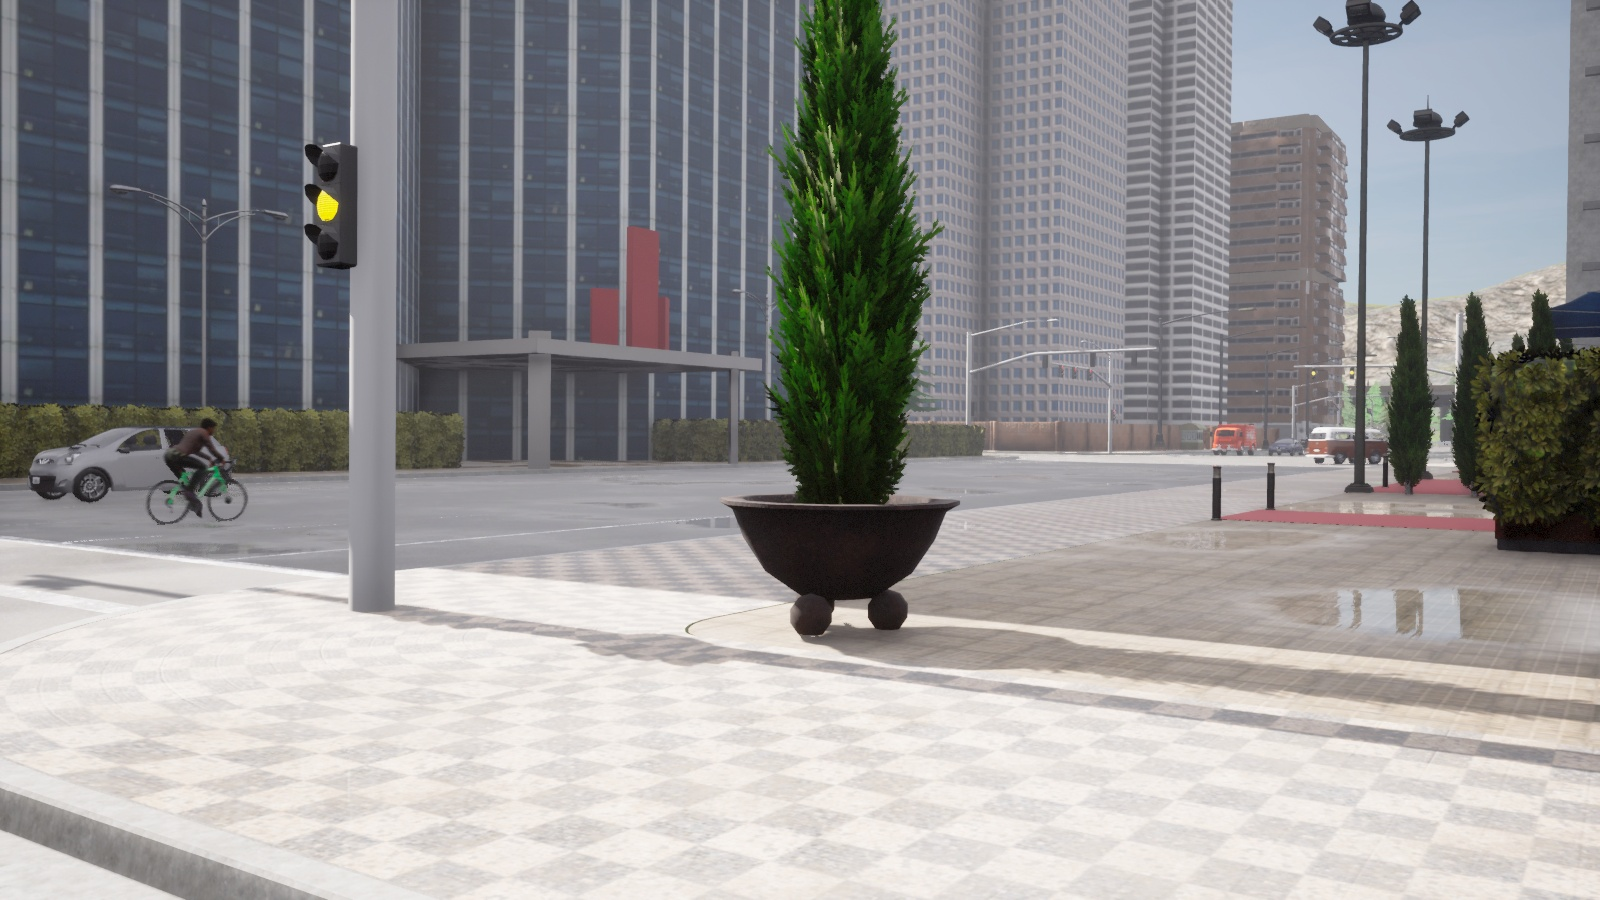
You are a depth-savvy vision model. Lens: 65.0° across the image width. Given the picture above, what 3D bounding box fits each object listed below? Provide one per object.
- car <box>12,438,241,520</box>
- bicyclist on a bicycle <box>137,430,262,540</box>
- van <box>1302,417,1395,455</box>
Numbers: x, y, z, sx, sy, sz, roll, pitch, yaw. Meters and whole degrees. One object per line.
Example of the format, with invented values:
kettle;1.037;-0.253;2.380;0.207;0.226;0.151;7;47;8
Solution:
car;-13.586;0.520;25.495;1.845;1.501;3.633;0;1;33
bicyclist on a bicycle;-9.227;0.503;19.355;0.582;1.620;1.656;0;1;33
van;30.450;-0.773;69.692;4.480;2.038;2.069;-1;0;-19
